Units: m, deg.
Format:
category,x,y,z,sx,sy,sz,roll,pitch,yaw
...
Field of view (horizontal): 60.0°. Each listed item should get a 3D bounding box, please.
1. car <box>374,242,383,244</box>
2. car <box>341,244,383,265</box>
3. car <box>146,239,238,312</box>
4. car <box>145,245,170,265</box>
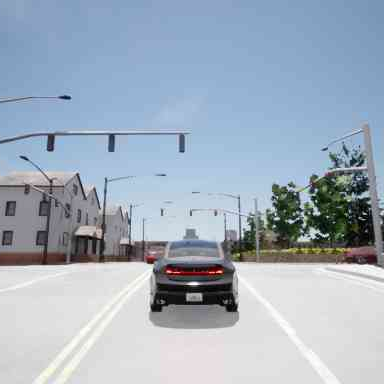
category,x,y,z,sx,sy,sz,roll,pitch,yaw
car,16.795,5.315,28.832,5.566,2.045,2.150,0,-12,1
car,13.751,4.869,25.168,4.674,1.442,1.812,0,-12,1
car,0.045,1.985,8.590,1.837,1.490,4.892,0,-7,0
car,-3.710,7.014,36.938,2.150,2.045,5.566,0,-12,0
